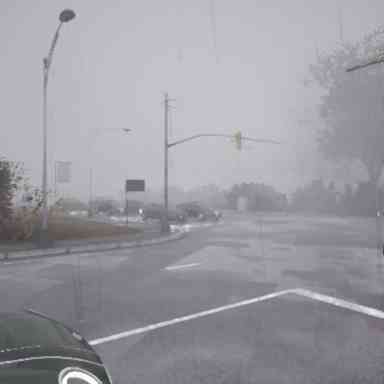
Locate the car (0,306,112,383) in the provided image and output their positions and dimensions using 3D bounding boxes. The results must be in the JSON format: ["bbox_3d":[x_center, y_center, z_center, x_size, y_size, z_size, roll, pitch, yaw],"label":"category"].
[{"bbox_3d":[-2.703,1.349,1.817,4.553,1.767,2.097,0,0,-35],"label":"car"}]

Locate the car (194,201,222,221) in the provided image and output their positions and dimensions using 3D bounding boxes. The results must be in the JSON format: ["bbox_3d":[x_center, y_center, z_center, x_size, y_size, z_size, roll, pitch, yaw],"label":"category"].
[{"bbox_3d":[0.458,1.535,28.045,2.128,1.511,4.902,0,0,-39],"label":"car"}]

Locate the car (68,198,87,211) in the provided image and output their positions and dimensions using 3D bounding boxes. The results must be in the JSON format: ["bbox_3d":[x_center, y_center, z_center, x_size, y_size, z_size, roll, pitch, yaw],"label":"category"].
[{"bbox_3d":[-14.552,1.536,41.172,1.837,1.490,4.892,0,0,-39],"label":"car"}]

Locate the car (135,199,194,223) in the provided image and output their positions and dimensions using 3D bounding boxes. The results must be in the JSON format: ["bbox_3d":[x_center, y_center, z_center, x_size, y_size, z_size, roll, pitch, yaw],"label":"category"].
[{"bbox_3d":[-2.260,1.539,25.807,1.837,1.490,4.892,0,0,-38],"label":"car"}]

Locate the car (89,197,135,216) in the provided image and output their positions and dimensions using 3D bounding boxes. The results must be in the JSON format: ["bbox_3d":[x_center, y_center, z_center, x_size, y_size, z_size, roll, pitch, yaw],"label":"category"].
[{"bbox_3d":[-8.106,1.524,33.127,2.128,1.511,4.902,0,0,-39],"label":"car"}]

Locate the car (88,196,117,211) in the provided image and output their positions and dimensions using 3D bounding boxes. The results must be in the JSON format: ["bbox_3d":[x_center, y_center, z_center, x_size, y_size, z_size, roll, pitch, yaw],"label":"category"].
[{"bbox_3d":[-11.677,1.393,43.184,2.097,1.767,4.553,0,0,-39],"label":"car"}]
